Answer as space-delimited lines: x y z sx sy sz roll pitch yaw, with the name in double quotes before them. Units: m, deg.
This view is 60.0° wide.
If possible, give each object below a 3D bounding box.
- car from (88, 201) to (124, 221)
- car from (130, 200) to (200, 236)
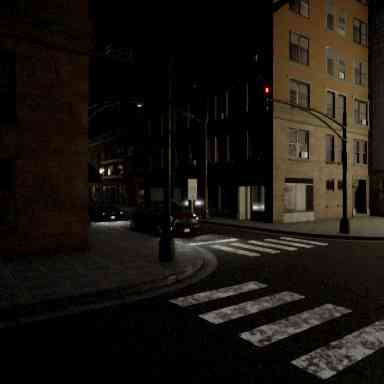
"car" -7.161 1.413 25.855 2.033 1.411 5.357 0 0 -35
"car" -1.546 1.269 17.984 2.097 1.767 4.553 0 0 -36
